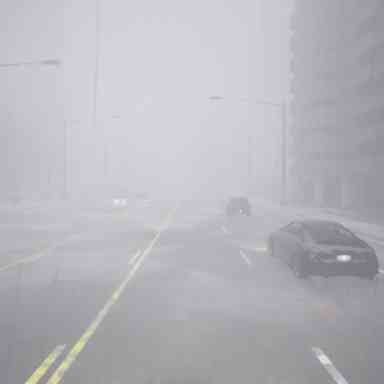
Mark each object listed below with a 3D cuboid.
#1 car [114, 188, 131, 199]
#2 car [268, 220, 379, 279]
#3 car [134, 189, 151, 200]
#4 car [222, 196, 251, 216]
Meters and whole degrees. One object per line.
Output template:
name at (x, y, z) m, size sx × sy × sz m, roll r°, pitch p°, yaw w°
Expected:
car at (-10.573, 0.183, 50.887) m, size 2.128 × 1.511 × 4.902 m, roll 0°, pitch 2°, yaw 0°
car at (3.598, 1.508, 9.873) m, size 1.994 × 1.385 × 4.181 m, roll 0°, pitch 1°, yaw 0°
car at (-7.080, 0.328, 48.448) m, size 2.033 × 1.411 × 5.357 m, roll 0°, pitch 2°, yaw 0°
car at (3.599, 1.058, 27.111) m, size 1.837 × 1.490 × 4.892 m, roll 0°, pitch 2°, yaw 0°
